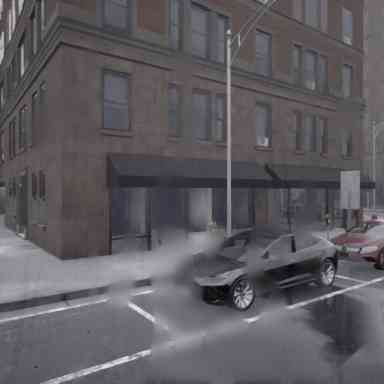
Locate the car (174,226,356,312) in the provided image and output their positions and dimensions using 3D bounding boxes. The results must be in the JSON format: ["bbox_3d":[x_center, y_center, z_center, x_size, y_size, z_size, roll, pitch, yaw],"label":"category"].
[{"bbox_3d":[1.644,1.565,7.709,4.313,1.339,1.947,0,0,-36],"label":"car"}]

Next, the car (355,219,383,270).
[{"bbox_3d":[6.122,1.581,10.905,4.206,1.307,1.802,0,0,-36],"label":"car"}]
